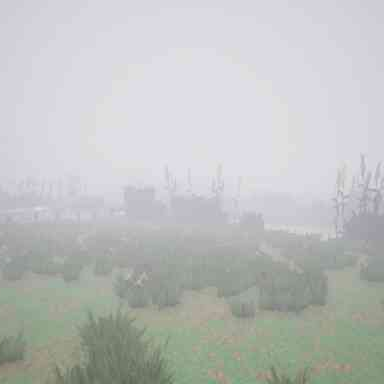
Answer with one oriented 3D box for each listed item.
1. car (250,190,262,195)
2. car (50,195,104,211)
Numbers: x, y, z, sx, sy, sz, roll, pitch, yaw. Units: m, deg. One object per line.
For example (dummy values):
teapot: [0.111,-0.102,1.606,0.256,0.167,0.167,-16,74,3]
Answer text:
car: [10.346,0.765,47.434,2.150,2.045,5.566,0,-2,44]
car: [-10.355,1.107,30.306,1.837,1.490,4.892,0,3,41]
